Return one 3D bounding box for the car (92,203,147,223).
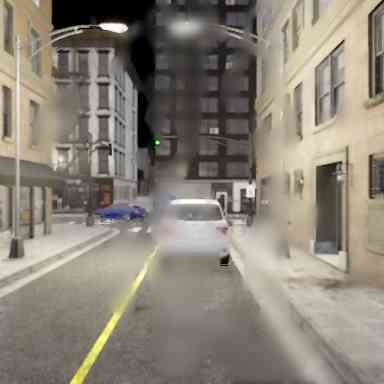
[{"bbox_3d":[-5.920,1.660,27.137,4.674,1.442,1.812,0,-1,22],"label":"car"}]

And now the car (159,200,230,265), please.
[{"bbox_3d":[0.089,1.284,12.022,2.150,2.045,5.566,0,0,0],"label":"car"}]
